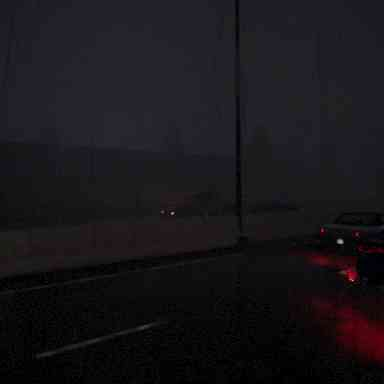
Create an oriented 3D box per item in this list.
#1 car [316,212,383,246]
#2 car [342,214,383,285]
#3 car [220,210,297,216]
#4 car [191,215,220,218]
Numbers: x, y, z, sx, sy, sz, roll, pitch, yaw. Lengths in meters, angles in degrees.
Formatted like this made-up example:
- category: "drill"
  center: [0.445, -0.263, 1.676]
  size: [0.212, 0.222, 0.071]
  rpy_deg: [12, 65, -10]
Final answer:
- category: "car"
  center: [7.063, 1.441, 13.082]
  size: [4.718, 1.301, 1.895]
  rpy_deg: [-1, 0, -35]
- category: "car"
  center: [5.950, 1.364, 7.991]
  size: [5.008, 1.535, 1.882]
  rpy_deg: [-1, 0, -35]
- category: "car"
  center: [4.376, 1.310, 20.009]
  size: [4.902, 1.511, 2.128]
  rpy_deg: [-1, 0, -35]
- category: "car"
  center: [1.959, 1.388, 22.583]
  size: [4.181, 1.385, 1.994]
  rpy_deg: [-1, 0, -35]
